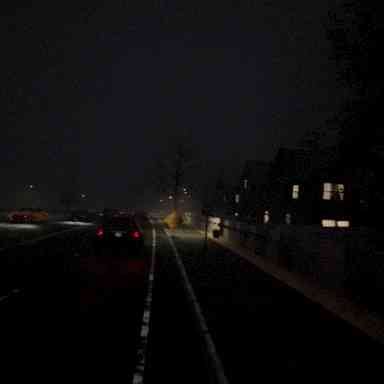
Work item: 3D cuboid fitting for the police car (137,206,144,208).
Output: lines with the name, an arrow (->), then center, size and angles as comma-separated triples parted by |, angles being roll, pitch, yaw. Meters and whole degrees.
police car -> -13.631, 5.073, 91.348 | 1.930, 1.638, 5.238 | 4, -3, -11

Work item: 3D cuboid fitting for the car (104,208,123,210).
car -> -9.331, 2.659, 38.409 | 2.097, 1.767, 4.553 | 4, -3, -7

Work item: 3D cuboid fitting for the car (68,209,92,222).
car -> -12.644, 2.621, 37.938 | 2.033, 1.411, 5.357 | 4, -3, -7

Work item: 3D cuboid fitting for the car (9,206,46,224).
car -> -15.028, 2.043, 30.685 | 1.882, 1.535, 5.008 | 4, -3, -7

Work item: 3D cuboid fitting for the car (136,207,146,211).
car -> -6.676, 3.184, 43.097 | 1.882, 1.535, 5.008 | 4, -3, -7

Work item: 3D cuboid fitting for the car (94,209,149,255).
car -> -3.458, 1.983, 16.692 | 2.097, 1.767, 4.553 | 4, -3, -6

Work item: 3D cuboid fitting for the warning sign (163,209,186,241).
warning sign -> -1.180, 2.141, 21.833 | 1.300, 1.860, 1.060 | 5, -2, -6

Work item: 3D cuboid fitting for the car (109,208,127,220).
car -> -10.861, 3.234, 49.284 | 2.128, 1.511, 4.902 | 4, -3, -8
